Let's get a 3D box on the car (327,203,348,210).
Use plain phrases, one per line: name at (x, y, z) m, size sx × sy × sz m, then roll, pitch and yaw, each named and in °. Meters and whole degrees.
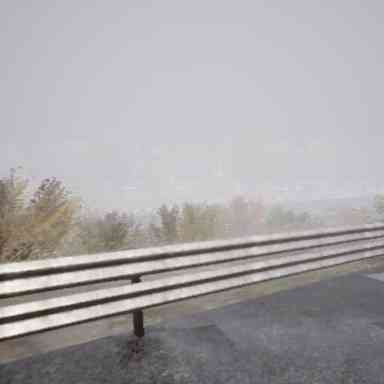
car at (29.955, 3.046, 68.297) m, size 4.181 × 1.385 × 1.994 m, roll -4°, pitch 3°, yaw -19°
